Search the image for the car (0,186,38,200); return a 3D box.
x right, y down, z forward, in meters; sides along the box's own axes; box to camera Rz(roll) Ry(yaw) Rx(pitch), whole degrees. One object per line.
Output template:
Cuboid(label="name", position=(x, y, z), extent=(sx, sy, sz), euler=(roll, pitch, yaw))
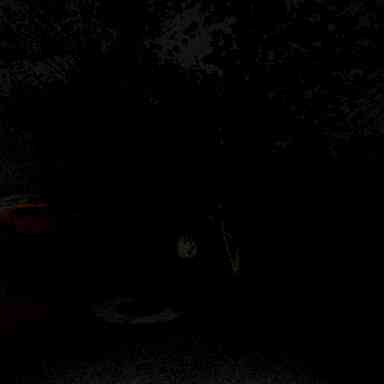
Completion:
Cuboid(label="car", position=(-20.901, 0.134, 39.063), extent=(4.792, 1.488, 2.163), euler=(1, 2, -30))

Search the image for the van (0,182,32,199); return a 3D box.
Cuboid(label="van", position=(-22.404, -0.224, 41.358), extent=(4.442, 1.987, 1.878), euler=(1, 2, -31))

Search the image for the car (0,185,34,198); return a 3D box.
Cuboid(label="car", position=(-23.724, -0.096, 43.822), extent=(5.008, 1.535, 2.097), euler=(1, 1, -30))

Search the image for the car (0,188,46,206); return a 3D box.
Cuboid(label="car", position=(-16.749, 0.474, 31.879), extent=(4.792, 1.488, 2.163), euler=(1, 2, -30))

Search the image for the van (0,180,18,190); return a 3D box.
Cuboid(label="van", position=(-41.850, -1.567, 74.906), extent=(4.442, 1.987, 1.878), euler=(1, 1, -30))

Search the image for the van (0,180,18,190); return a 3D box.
Cuboid(label="van", position=(-40.511, -1.476, 72.627), extent=(4.442, 1.987, 1.878), euler=(1, 1, -30))

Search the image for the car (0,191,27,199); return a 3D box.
Cuboid(label="car", position=(-8.347, 1.034, 17.694), extent=(4.553, 1.767, 2.185), euler=(1, 2, -30))

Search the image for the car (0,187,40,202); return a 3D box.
Cuboid(label="car", position=(-19.566, 0.237, 36.788), extent=(4.792, 1.488, 2.163), euler=(1, 2, -30))

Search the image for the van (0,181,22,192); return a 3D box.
Cuboid(label="van", position=(-34.902, -1.092, 63.078), extent=(4.442, 1.987, 1.878), euler=(1, 1, -30))

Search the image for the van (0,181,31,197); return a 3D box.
Cuboid(label="van", position=(-25.023, -0.416, 46.260), extent=(4.442, 1.987, 1.878), euler=(1, 1, -30))

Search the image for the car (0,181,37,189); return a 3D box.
Cuboid(label="car", position=(-15.288, 0.314, 29.514), extent=(5.566, 2.045, 2.435), euler=(1, 2, -30))

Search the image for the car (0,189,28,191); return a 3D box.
Cuboid(label="car", position=(-12.679, 0.798, 24.640), extent=(5.366, 1.575, 1.946), euler=(1, 2, -30))

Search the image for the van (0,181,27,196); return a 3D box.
Cuboid(label="van", position=(-26.626, -0.516, 48.529), extent=(4.442, 1.987, 1.878), euler=(1, 1, -30))

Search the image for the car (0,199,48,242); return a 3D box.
Cuboid(label="car", position=(-6.980, 1.279, 15.292), extent=(5.008, 1.535, 2.097), euler=(1, 2, -30))

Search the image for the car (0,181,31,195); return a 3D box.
Cuboid(label="car", position=(-27.951, -0.636, 50.960), extent=(5.566, 2.045, 2.435), euler=(1, 1, -30))

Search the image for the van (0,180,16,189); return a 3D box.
Cuboid(label="van", position=(-43.521, -1.671, 77.289), extent=(4.442, 1.987, 1.878), euler=(1, 1, -30))
